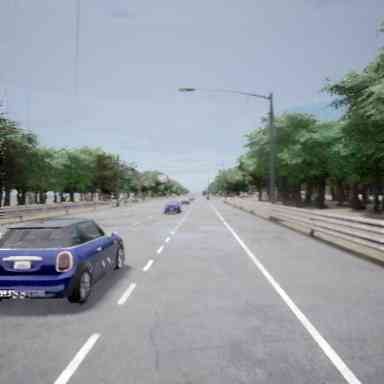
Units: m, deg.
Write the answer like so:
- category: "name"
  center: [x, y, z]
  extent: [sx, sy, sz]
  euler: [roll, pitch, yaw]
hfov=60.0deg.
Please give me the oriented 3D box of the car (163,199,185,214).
- category: "car"
  center: [-2.240, 1.813, 40.126]
  extent: [1.812, 1.442, 4.674]
  euler: [-1, 0, 2]

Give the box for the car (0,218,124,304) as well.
- category: "car"
  center: [-3.209, 1.446, 8.556]
  extent: [2.097, 1.767, 4.553]
  euler: [-1, 0, 2]

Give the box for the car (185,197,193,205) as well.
- category: "car"
  center: [-1.339, 2.064, 69.292]
  extent: [1.895, 1.301, 4.718]
  euler: [-1, 0, 2]
